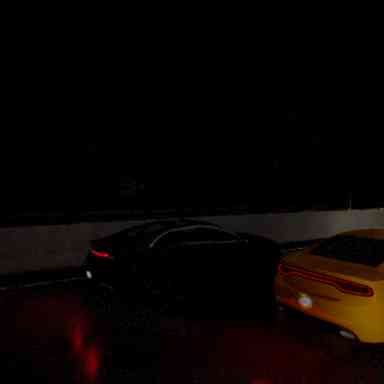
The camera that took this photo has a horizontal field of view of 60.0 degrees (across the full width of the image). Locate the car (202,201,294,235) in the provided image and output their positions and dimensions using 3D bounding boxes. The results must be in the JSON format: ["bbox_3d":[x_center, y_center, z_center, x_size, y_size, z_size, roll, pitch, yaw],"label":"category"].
[{"bbox_3d":[3.109,1.326,18.091,4.892,1.490,1.837,0,1,-30],"label":"car"}]

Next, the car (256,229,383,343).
[{"bbox_3d":[3.747,1.422,6.081,5.008,1.535,1.882,0,0,-32],"label":"car"}]

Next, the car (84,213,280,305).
[{"bbox_3d":[0.008,1.409,7.867,4.902,1.511,2.128,0,0,-32],"label":"car"}]
